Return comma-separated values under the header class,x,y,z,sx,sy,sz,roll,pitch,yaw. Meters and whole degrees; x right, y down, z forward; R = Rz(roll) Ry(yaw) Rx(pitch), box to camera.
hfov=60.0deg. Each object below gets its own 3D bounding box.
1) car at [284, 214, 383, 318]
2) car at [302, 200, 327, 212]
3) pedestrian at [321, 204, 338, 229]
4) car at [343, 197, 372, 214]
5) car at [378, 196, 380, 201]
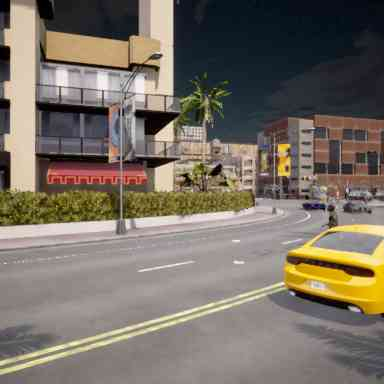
class,x,y,z,sx,sy,sz,roll,pitch,yaw
car,4.055,1.478,7.435,5.008,1.535,1.882,0,0,-41
car,14.534,1.601,39.553,1.895,1.301,4.718,0,0,5
pedestrian,4.635,1.294,11.087,0.375,1.860,0.375,0,0,-44
car,17.160,1.564,34.570,1.994,1.385,4.181,0,0,12
car,44.866,1.405,76.308,1.816,1.474,4.193,0,0,-17
